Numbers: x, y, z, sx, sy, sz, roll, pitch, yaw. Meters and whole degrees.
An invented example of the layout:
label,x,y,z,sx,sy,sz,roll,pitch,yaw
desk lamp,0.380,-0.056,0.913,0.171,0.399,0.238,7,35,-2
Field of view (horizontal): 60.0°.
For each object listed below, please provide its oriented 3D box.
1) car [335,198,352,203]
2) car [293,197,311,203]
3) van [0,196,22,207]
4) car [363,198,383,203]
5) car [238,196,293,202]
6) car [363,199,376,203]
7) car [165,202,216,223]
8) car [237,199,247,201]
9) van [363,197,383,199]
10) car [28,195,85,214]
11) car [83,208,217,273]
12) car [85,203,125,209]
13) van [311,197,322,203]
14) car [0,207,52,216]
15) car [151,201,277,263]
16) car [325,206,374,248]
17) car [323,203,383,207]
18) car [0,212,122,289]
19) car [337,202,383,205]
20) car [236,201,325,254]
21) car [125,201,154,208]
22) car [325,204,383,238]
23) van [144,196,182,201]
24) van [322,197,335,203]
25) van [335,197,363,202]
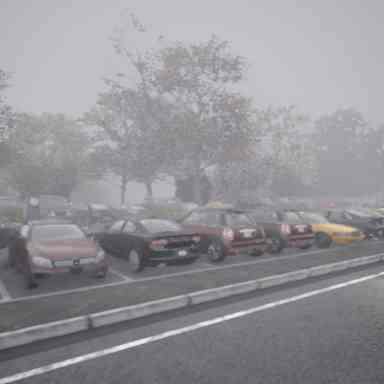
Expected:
label,x,y,z,sx,sy,sz,roll,pitch,yaw
car,15.703,1.817,39.399,2.097,1.535,5.008,1,0,-35
car,8.949,1.480,34.564,2.435,2.045,5.566,1,0,-35
van,-11.568,1.248,20.180,1.878,1.987,4.442,1,0,-35
car,22.357,1.951,44.151,2.163,1.488,4.792,1,-1,-35
car,6.690,1.451,32.961,2.435,2.045,5.566,1,0,-35
car,20.205,1.912,42.624,2.163,1.488,4.792,1,-1,-35
car,-0.210,1.656,28.102,2.002,1.452,4.674,1,0,-35
car,2.156,1.646,29.771,2.097,1.535,5.008,1,0,-35
van,24.569,1.742,45.829,1.878,1.987,4.442,1,-1,-35
car,-9.225,1.251,21.666,2.435,2.045,5.566,1,0,-35
car,-1.676,1.502,11.012,2.097,1.535,5.008,1,0,-35
car,-6.880,1.532,23.358,2.097,1.535,5.008,1,0,-35
van,11.258,1.534,36.095,1.878,1.987,4.442,1,0,-35
car,-7.976,1.470,11.992,4.892,1.490,1.837,1,-1,-35
car,0.604,1.405,12.598,2.185,1.767,4.553,1,0,-35
car,5.220,1.585,15.685,1.946,1.575,5.366,1,0,-35
car,9.636,1.646,19.055,2.231,1.521,4.892,1,0,-35
car,-3.945,1.514,9.412,2.002,1.452,4.674,1,0,-35
car,12.011,1.670,20.505,1.946,1.575,5.366,1,0,-35
car,2.867,1.433,14.205,2.185,1.767,4.553,1,0,-35
car,-4.622,1.600,24.964,2.002,1.452,4.674,1,0,-35
car,7.380,1.617,17.438,2.231,1.521,4.892,1,0,-35
van,-2.533,1.362,26.593,1.878,1.987,4.442,1,0,-35
van,13.382,1.562,37.888,1.878,1.987,4.442,1,0,-35
van,18.043,1.622,40.921,1.878,1.987,4.442,1,0,-36
